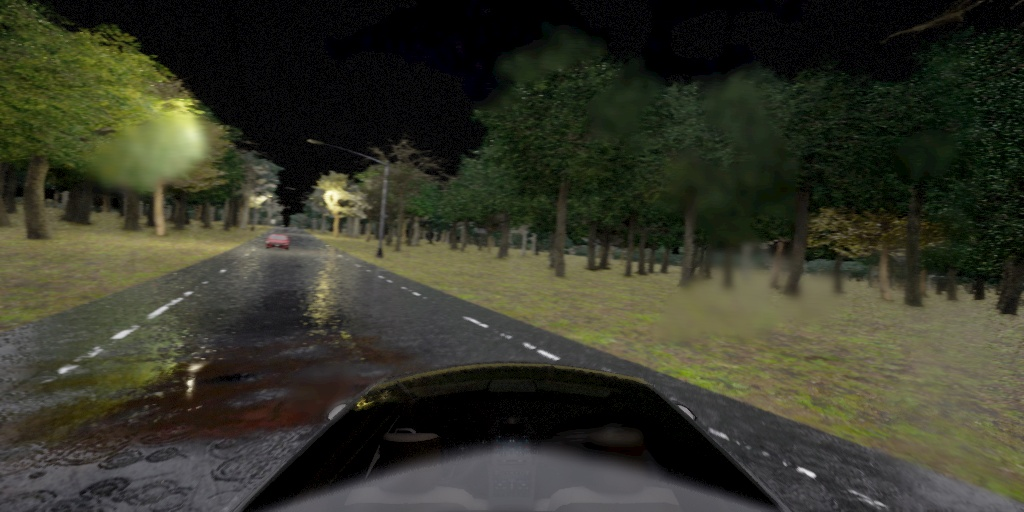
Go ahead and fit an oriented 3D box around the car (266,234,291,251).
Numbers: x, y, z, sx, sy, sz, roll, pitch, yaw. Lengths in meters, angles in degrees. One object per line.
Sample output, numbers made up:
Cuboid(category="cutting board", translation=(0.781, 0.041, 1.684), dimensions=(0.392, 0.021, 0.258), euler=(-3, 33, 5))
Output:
Cuboid(category="car", translation=(-23.525, -1.446, 36.081), dimensions=(1.882, 1.535, 5.008), euler=(5, 2, -32))
